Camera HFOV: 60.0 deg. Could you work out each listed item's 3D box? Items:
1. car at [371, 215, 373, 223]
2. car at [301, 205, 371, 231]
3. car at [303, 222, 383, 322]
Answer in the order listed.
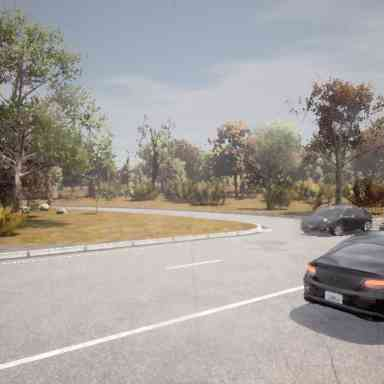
[{"bbox_3d":[10.747,1.525,15.799,4.674,1.442,1.812,0,0,-35],"label":"car"},{"bbox_3d":[7.946,1.505,18.122,4.892,1.490,1.837,0,0,-35],"label":"car"},{"bbox_3d":[4.137,1.526,6.697,4.674,1.442,1.812,0,0,-36],"label":"car"}]
